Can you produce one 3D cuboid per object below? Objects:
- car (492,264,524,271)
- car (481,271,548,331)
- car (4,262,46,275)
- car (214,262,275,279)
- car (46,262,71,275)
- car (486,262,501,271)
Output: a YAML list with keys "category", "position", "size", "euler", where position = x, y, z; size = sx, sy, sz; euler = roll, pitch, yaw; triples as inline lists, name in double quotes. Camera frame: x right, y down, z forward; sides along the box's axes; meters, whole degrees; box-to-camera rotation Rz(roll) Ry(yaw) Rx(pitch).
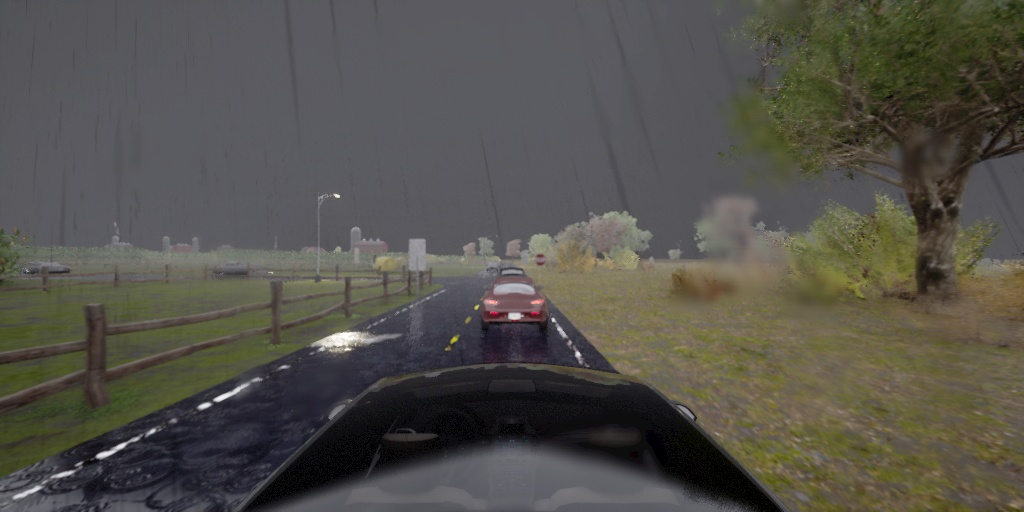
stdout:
- category: "car"
  position: [-0.020, 1.392, 20.417]
  size: [1.837, 1.490, 4.892]
  euler: [0, 0, -1]
- category: "car"
  position: [0.051, 1.344, 11.202]
  size: [1.812, 1.442, 4.674]
  euler: [0, -1, 0]
- category: "car"
  position: [-46.513, 1.183, 32.652]
  size: [4.902, 1.511, 2.128]
  euler: [0, 0, 0]
- category: "car"
  position: [-24.495, 1.339, 32.940]
  size: [4.902, 1.511, 2.128]
  euler: [0, 0, -1]
- category: "car"
  position: [-46.653, 1.246, 35.498]
  size: [4.181, 1.385, 1.994]
  euler: [0, 0, 0]
- category: "car"
  position: [-3.091, 1.702, 57.885]
  size: [1.837, 1.490, 4.892]
  euler: [0, 0, 0]
